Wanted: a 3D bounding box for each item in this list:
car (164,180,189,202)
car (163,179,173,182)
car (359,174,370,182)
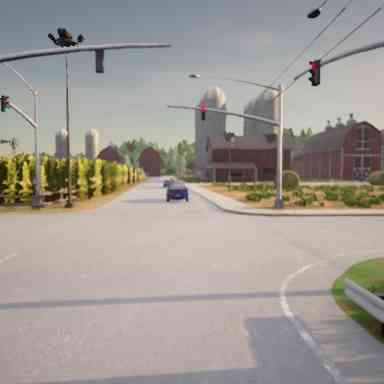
[{"bbox_3d":[-1.341,-0.011,29.731,1.882,1.535,5.008,0,3,-5],"label":"car"},{"bbox_3d":[-3.766,-1.472,54.929,2.128,1.511,4.902,0,3,-6],"label":"car"},{"bbox_3d":[41.750,-3.319,79.952,1.905,1.878,3.866,10,11,40],"label":"car"}]
